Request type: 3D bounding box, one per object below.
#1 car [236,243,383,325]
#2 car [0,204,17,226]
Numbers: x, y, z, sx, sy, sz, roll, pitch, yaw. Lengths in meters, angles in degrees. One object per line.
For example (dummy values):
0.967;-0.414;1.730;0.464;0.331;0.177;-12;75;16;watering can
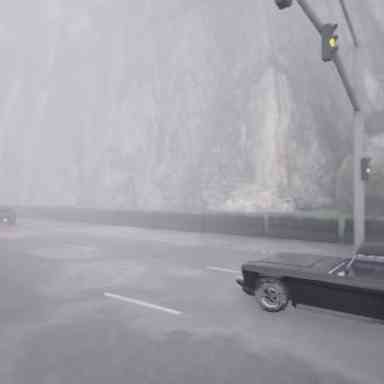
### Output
3.216;1.605;5.998;4.718;1.301;1.895;0;0;36;car
-13.758;1.519;22.541;4.892;1.490;1.837;1;0;36;car
